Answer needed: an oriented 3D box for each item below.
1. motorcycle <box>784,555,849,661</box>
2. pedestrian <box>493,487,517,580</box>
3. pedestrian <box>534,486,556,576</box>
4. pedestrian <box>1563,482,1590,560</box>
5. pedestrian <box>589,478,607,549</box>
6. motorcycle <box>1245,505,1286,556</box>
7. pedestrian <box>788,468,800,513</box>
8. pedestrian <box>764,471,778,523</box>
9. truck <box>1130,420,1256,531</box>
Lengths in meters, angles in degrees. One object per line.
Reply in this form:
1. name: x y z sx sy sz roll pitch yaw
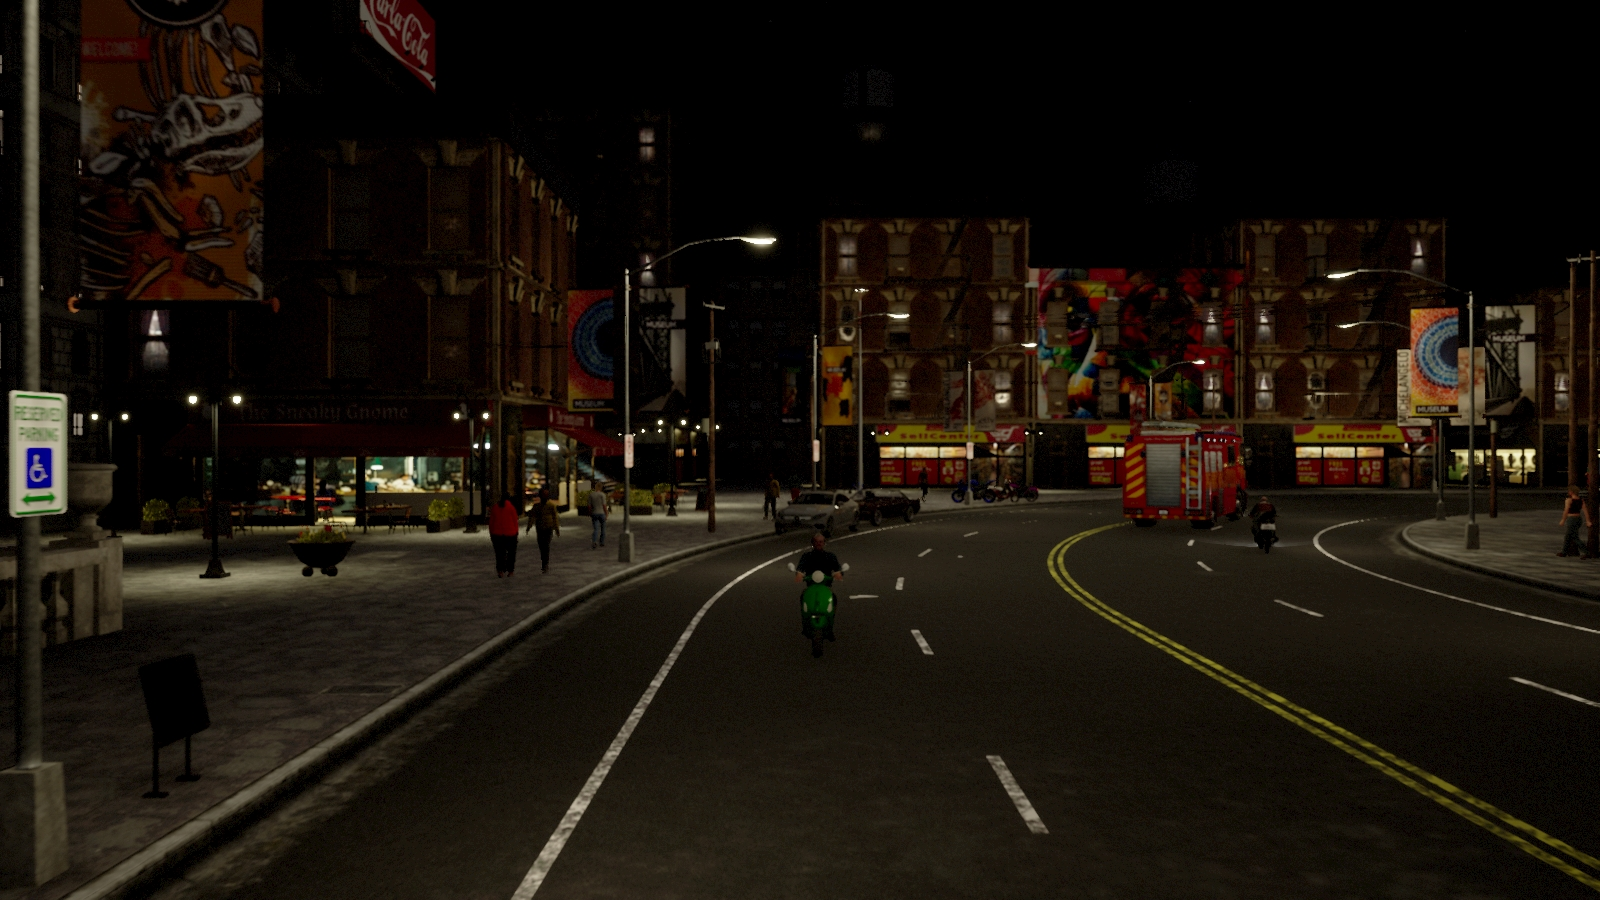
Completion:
1. motorcycle: 0.249 2.184 16.086 0.856 1.236 1.805 0 0 2
2. pedestrian: -6.016 1.699 23.308 0.375 1.860 0.375 0 0 1
3. pedestrian: -5.365 1.699 24.024 0.375 1.860 0.375 0 0 2
4. pedestrian: 18.666 1.701 27.472 0.375 1.860 0.375 0 0 -10
5. pedestrian: -5.432 1.700 30.690 0.375 1.860 0.375 0 0 11
6. motorcycle: 12.954 2.209 31.866 0.867 1.251 2.209 0 0 17
7. pedestrian: -0.257 1.701 47.996 0.375 1.860 0.375 0 0 28
8. pedestrian: -1.053 1.701 41.609 0.375 1.860 0.375 0 0 27
9. truck: 15.228 0.896 43.816 2.891 3.827 8.468 0 0 31
